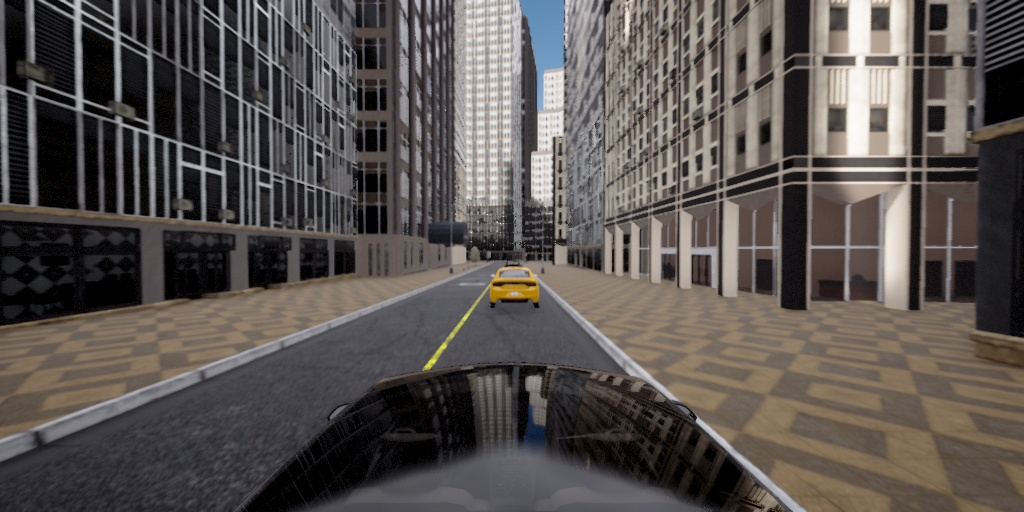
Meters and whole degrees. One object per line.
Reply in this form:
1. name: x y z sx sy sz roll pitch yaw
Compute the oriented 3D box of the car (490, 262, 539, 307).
1. car: 0.096 1.210 15.425 1.882 1.535 5.008 0 0 0
